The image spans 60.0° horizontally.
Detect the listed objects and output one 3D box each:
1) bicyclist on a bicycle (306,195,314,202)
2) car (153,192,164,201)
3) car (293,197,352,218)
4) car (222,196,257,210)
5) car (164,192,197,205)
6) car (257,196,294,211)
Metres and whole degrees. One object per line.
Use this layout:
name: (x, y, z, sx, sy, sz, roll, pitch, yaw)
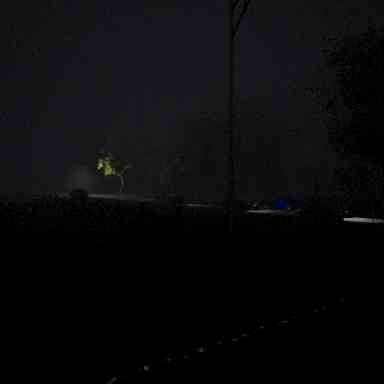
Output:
bicyclist on a bicycle: (12.758, 1.125, 35.730, 1.656, 1.620, 0.582, 0, 1, -33)
car: (-5.050, 0.723, 57.356, 2.128, 1.511, 4.902, 0, 1, -33)
car: (10.966, 1.335, 27.561, 1.994, 1.385, 4.181, 0, 1, -33)
car: (5.208, 1.132, 36.354, 1.812, 1.442, 4.674, 0, 1, -33)
car: (-1.404, 0.961, 46.478, 2.033, 1.411, 5.357, 0, 1, -33)
car: (9.629, 1.134, 34.984, 1.882, 1.535, 5.008, 0, 1, -33)
